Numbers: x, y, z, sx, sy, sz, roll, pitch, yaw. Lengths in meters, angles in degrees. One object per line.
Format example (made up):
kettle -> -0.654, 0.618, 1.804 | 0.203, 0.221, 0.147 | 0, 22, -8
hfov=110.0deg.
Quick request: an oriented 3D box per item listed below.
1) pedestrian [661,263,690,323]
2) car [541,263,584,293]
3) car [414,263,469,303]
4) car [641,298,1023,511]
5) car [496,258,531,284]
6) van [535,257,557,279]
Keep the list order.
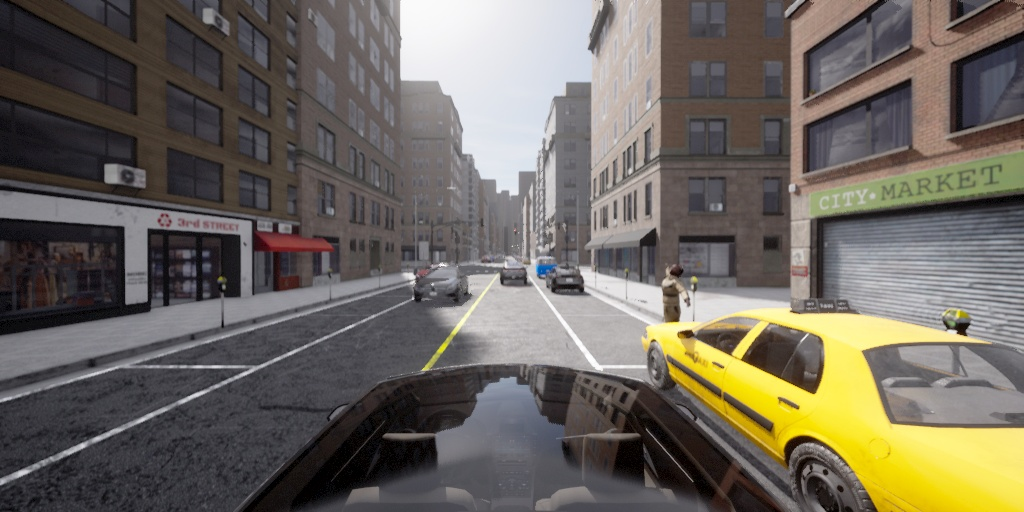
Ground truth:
pedestrian -> 3.010, 1.045, 6.749 | 0.375, 1.860, 0.375 | 0, 0, -10
car -> 2.900, 1.243, 20.128 | 1.948, 1.339, 4.313 | 0, 0, 0
car -> -3.065, 1.217, 16.330 | 1.812, 1.442, 4.674 | 0, 0, 0
car -> 3.004, 1.197, 3.759 | 1.801, 1.575, 5.366 | 0, 0, 0
car -> 0.128, 1.148, 25.478 | 2.128, 1.511, 4.902 | 0, 0, 0
van -> 2.926, 0.975, 31.025 | 1.690, 1.789, 3.998 | 0, 0, 0
